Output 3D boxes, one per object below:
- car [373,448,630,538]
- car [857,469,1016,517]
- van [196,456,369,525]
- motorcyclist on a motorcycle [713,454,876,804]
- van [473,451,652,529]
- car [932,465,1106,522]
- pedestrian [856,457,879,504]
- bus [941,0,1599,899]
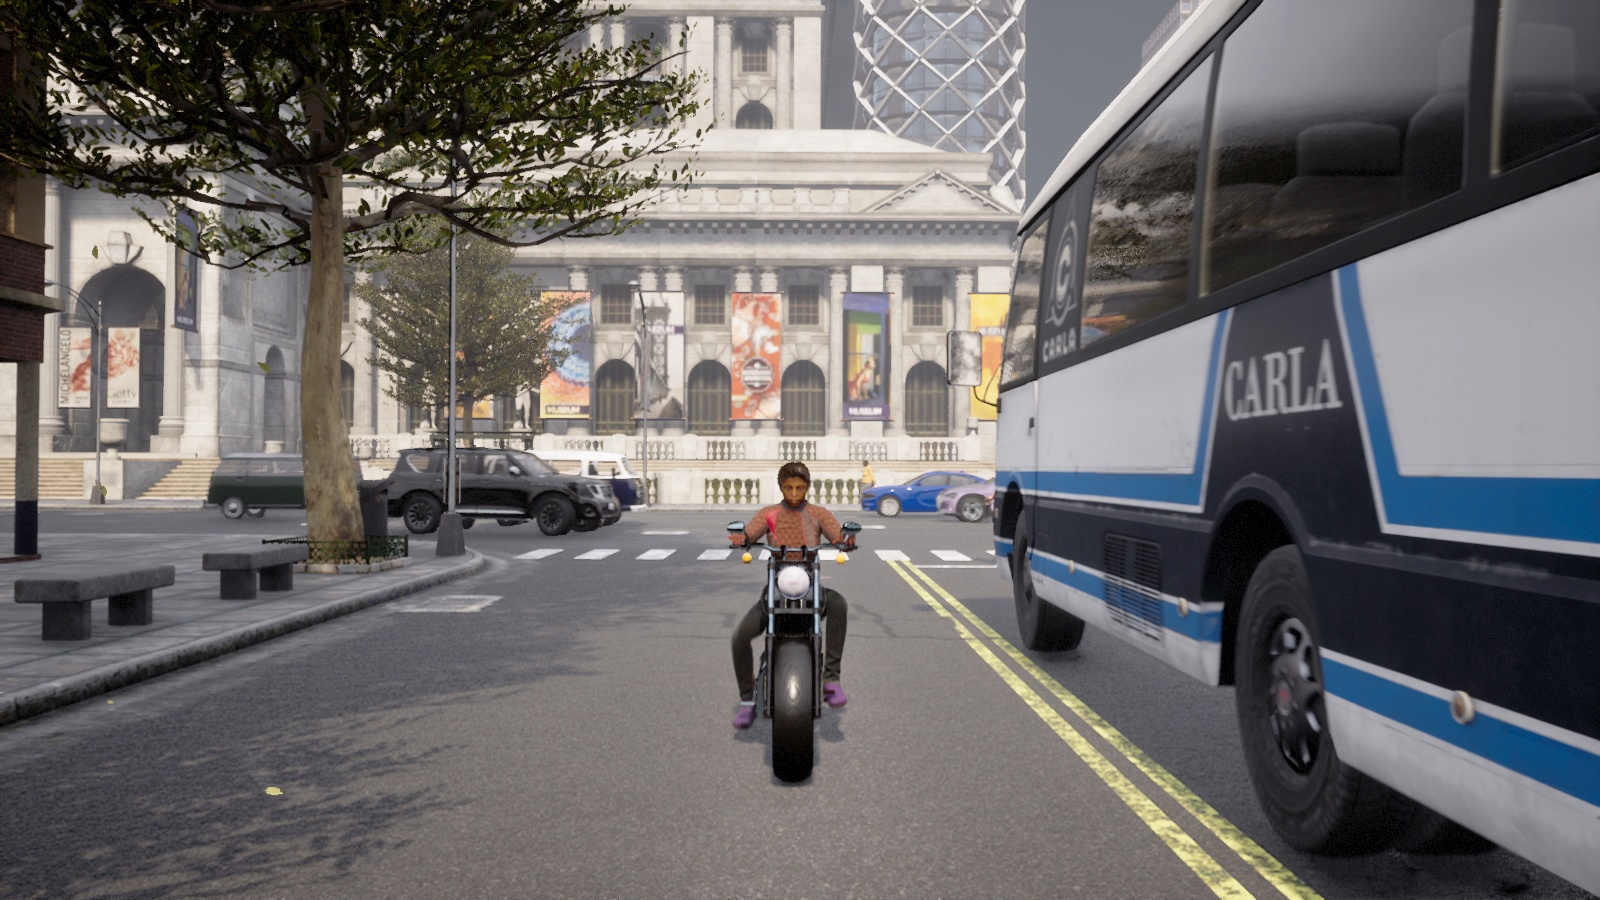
[{"bbox_3d":[-7.070,1.007,29.947,5.566,2.045,2.150,0,-1,11],"label":"car"},{"bbox_3d":[4.400,1.386,41.028,5.008,1.535,1.882,0,-1,0],"label":"car"},{"bbox_3d":[-15.432,1.188,37.569,4.442,1.987,1.775,0,-1,0],"label":"van"},{"bbox_3d":[-0.029,0.868,7.129,0.766,1.649,2.350,0,-1,0],"label":"motorcyclist on a motorcycle"},{"bbox_3d":[-6.368,1.070,34.053,4.480,2.038,2.069,0,-1,0],"label":"van"},{"bbox_3d":[6.471,1.277,37.525,4.856,1.649,2.033,0,-1,0],"label":"car"},{"bbox_3d":[2.692,1.204,49.908,0.900,1.855,0.874,0,-1,4],"label":"pedestrian"},{"bbox_3d":[3.461,-0.461,7.890,3.944,4.253,10.273,0,-1,0],"label":"bus"}]
